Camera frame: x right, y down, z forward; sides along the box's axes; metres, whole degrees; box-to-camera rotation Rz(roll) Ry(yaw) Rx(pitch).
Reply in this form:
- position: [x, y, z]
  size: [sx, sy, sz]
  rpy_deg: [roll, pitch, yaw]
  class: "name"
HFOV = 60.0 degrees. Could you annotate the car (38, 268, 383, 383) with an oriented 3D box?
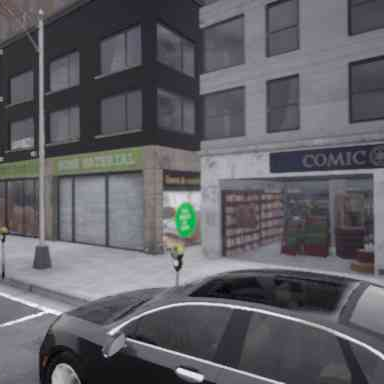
- position: [0.522, 1.515, 3.061]
  size: [4.892, 1.490, 1.837]
  rpy_deg: [-1, 0, 35]
  class: "car"
